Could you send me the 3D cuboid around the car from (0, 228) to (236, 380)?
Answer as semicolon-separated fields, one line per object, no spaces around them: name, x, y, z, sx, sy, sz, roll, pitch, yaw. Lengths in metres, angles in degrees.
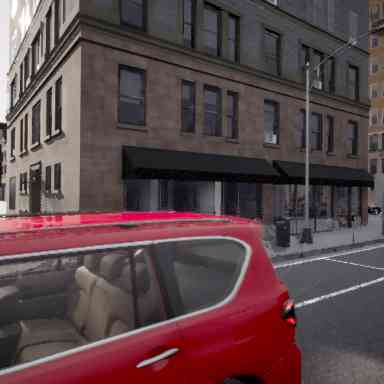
car;-1.564;1.545;5.638;4.507;1.381;1.887;0;1;-35

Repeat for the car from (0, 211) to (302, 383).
car;-1.628;1.221;2.219;5.566;2.045;2.150;0;0;-35

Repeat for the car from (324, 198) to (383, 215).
car;16.242;1.411;33.322;2.033;1.411;5.357;1;0;-35

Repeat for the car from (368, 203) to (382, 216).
car;14.477;1.443;30.170;1.895;1.301;4.718;1;0;-35
